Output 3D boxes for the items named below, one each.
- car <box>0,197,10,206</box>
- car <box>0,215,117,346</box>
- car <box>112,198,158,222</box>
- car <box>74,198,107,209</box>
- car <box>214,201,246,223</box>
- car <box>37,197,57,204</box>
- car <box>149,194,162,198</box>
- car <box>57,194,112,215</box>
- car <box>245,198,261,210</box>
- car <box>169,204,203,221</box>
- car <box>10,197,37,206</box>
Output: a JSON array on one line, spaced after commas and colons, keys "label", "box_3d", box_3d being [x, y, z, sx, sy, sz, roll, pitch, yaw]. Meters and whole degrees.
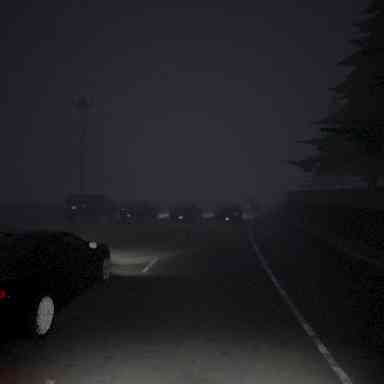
[{"label": "car", "box_3d": [-25.014, 1.399, 44.161, 1.882, 1.535, 5.008, 0, 0, 16]}, {"label": "car", "box_3d": [-3.093, 1.467, 6.534, 1.882, 1.535, 5.008, 0, 0, 3]}, {"label": "car", "box_3d": [-4.064, 1.467, 26.167, 2.128, 1.511, 4.902, 0, 0, 11]}, {"label": "car", "box_3d": [-13.728, 1.545, 45.285, 1.895, 1.301, 4.718, 0, 0, 18]}, {"label": "car", "box_3d": [2.926, 1.591, 25.562, 1.895, 1.301, 4.718, 0, 0, 11]}, {"label": "car", "box_3d": [-17.682, 1.414, 44.292, 1.882, 1.535, 5.008, 0, 0, 18]}, {"label": "car", "box_3d": [-8.673, 1.342, 81.920, 1.812, 1.442, 4.674, 0, 0, 31]}, {"label": "car", "box_3d": [-7.728, 1.190, 25.825, 2.150, 2.045, 5.566, 0, 0, 11]}, {"label": "car", "box_3d": [7.443, 1.515, 41.839, 1.812, 1.442, 4.674, 0, 0, 18]}, {"label": "car", "box_3d": [-0.363, 1.584, 26.929, 1.895, 1.301, 4.718, 0, 0, 12]}, {"label": "car", "box_3d": [-21.333, 1.455, 44.338, 1.812, 1.442, 4.674, 0, 0, 17]}]
